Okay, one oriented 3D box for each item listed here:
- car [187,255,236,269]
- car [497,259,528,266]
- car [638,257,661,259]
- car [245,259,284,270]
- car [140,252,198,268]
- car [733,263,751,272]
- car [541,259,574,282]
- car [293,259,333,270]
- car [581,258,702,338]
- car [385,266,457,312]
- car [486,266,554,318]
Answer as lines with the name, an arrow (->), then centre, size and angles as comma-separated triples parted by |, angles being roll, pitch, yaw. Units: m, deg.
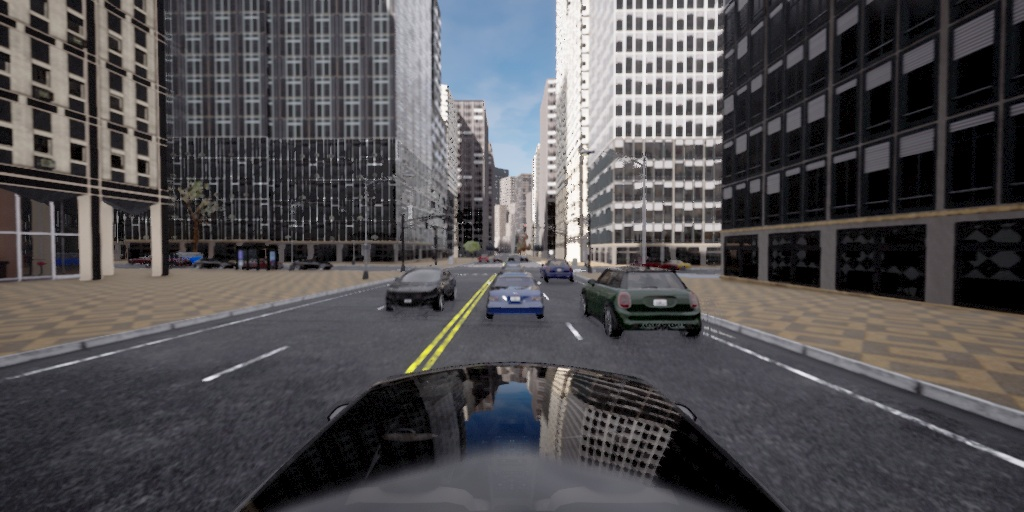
car -> -34.137, 0.896, 41.318 | 4.313, 1.339, 1.948 | 0, 0, 1
car -> 0.072, 1.183, 28.456 | 1.994, 1.385, 4.181 | 0, 0, 0
car -> 16.154, 1.090, 40.539 | 5.009, 1.841, 2.192 | 0, 0, 1
car -> -28.456, 0.964, 41.151 | 4.207, 1.307, 1.802 | 0, 0, 1
car -> -42.133, 0.554, 44.133 | 4.553, 1.767, 2.097 | 1, 1, 1
car -> 27.602, 1.398, 40.355 | 4.829, 1.417, 1.751 | 0, 0, 1
car -> 3.324, 0.977, 27.298 | 2.097, 1.767, 4.553 | 0, 0, 0
car -> -22.772, 0.999, 41.024 | 4.313, 1.339, 1.948 | 0, 0, 1
car -> 3.336, 1.061, 10.196 | 2.097, 1.767, 4.553 | 0, 0, 0
car -> -3.359, 1.170, 14.063 | 1.882, 1.535, 5.008 | 0, 0, 0
car -> 0.089, 1.246, 12.689 | 2.033, 1.411, 5.357 | 0, 0, 0
